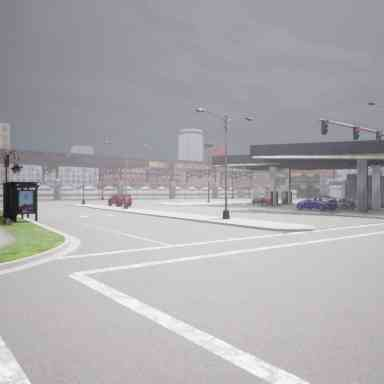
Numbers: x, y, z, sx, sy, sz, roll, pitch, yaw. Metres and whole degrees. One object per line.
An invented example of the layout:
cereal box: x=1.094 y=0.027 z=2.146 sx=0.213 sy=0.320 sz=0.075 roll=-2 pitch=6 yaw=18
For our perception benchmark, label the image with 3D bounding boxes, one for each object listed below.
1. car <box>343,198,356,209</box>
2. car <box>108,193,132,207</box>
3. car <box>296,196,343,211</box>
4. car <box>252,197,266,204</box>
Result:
car: x=18.569 y=1.456 z=42.223 sx=1.970 sy=1.475 sz=3.806 roll=0 pitch=0 yaw=-35
car: x=-11.275 y=1.221 z=52.029 sx=2.150 sy=2.045 sz=5.566 roll=0 pitch=0 yaw=-35
car: x=14.295 y=1.295 z=38.309 sx=2.242 sy=1.667 sz=4.611 roll=0 pitch=0 yaw=-35
car: x=12.595 y=1.601 z=61.367 sx=1.895 sy=1.301 sz=4.718 roll=0 pitch=0 yaw=29
